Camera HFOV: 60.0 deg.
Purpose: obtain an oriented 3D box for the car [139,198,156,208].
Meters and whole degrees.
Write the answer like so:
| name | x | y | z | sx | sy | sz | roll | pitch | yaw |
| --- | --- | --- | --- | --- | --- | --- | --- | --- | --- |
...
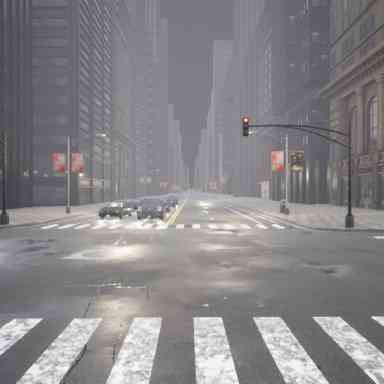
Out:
| name | x | y | z | sx | sy | sz | roll | pitch | yaw |
| --- | --- | --- | --- | --- | --- | --- | --- | --- | --- |
| car | -6.588 | 1.563 | 49.551 | 1.895 | 1.301 | 4.718 | 0 | 0 | 0 |

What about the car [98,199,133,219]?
| name | x | y | z | sx | sy | sz | roll | pitch | yaw |
| --- | --- | --- | --- | --- | --- | --- | --- | --- | --- |
| car | -6.564 | 1.531 | 29.366 | 2.033 | 1.411 | 5.357 | 0 | 0 | 4 |

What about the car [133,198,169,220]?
| name | x | y | z | sx | sy | sz | roll | pitch | yaw |
| --- | --- | --- | --- | --- | --- | --- | --- | --- | --- |
| car | -3.340 | 1.336 | 28.109 | 2.097 | 1.767 | 4.553 | 0 | 0 | 0 |

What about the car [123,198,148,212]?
| name | x | y | z | sx | sy | sz | roll | pitch | yaw |
| --- | --- | --- | --- | --- | --- | --- | --- | --- | --- |
| car | -6.586 | 1.521 | 39.465 | 2.033 | 1.411 | 5.357 | 0 | 0 | 0 |

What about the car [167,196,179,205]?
| name | x | y | z | sx | sy | sz | roll | pitch | yaw |
| --- | --- | --- | --- | --- | --- | --- | --- | --- | --- |
| car | -3.300 | 1.454 | 57.857 | 1.837 | 1.490 | 4.892 | 0 | 0 | 0 |

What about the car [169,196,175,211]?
| name | x | y | z | sx | sy | sz | roll | pitch | yaw |
| --- | --- | --- | --- | --- | --- | --- | --- | --- | --- |
| car | -3.338 | 1.523 | 37.584 | 2.033 | 1.411 | 5.357 | 0 | 0 | 0 |

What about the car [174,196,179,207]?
| name | x | y | z | sx | sy | sz | roll | pitch | yaw |
| --- | --- | --- | --- | --- | --- | --- | --- | --- | --- |
| car | -3.341 | 1.529 | 47.483 | 1.994 | 1.385 | 4.181 | 0 | 0 | 0 |
